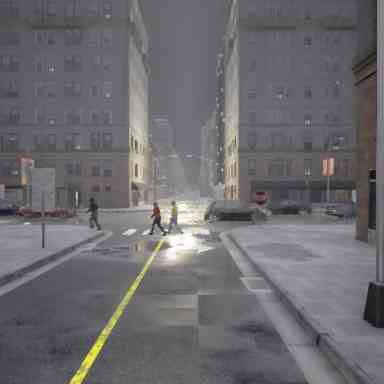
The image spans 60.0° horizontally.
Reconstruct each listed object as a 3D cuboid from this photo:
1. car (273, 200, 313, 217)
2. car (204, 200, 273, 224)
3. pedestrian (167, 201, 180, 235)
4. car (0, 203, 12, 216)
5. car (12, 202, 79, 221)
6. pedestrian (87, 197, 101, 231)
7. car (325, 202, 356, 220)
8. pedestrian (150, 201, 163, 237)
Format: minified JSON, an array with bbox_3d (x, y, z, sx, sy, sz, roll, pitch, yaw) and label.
[{"bbox_3d":[8.464,1.465,30.579,5.008,1.535,1.882,0,0,0],"label":"car"},{"bbox_3d":[3.122,1.352,23.879,4.553,1.767,2.097,0,0,0],"label":"car"},{"bbox_3d":[-0.945,1.294,17.196,0.375,1.860,0.375,0,0,0],"label":"pedestrian"},{"bbox_3d":[-16.961,1.625,30.586,4.718,1.301,1.895,0,0,0],"label":"car"},{"bbox_3d":[-11.631,1.544,27.133,4.674,1.442,1.812,0,0,0],"label":"car"},{"bbox_3d":[-5.251,1.143,17.801,0.375,1.860,0.375,0,0,0],"label":"pedestrian"},{"bbox_3d":[13.783,1.531,27.127,5.357,1.411,2.033,0,0,0],"label":"car"},{"bbox_3d":[-1.756,1.294,16.596,0.375,1.860,0.375,0,0,0],"label":"pedestrian"}]
